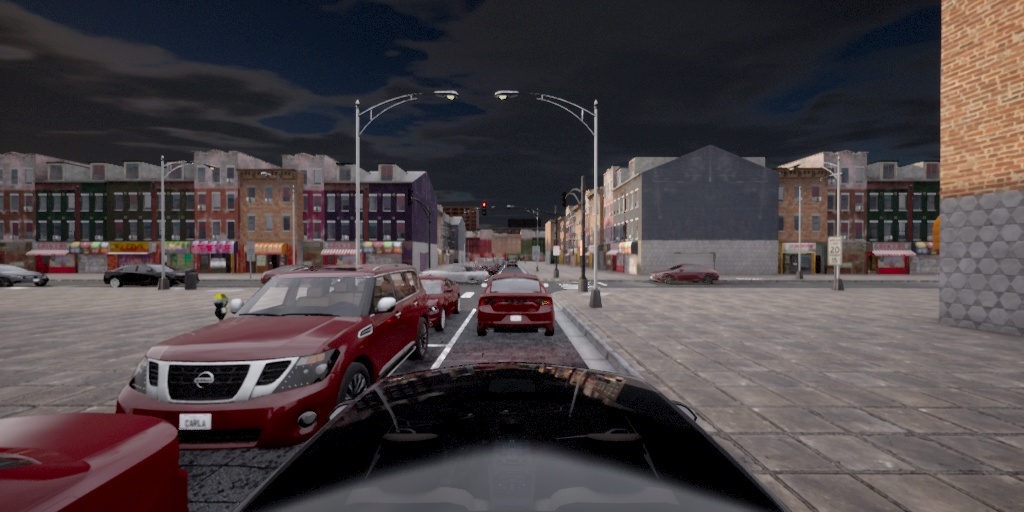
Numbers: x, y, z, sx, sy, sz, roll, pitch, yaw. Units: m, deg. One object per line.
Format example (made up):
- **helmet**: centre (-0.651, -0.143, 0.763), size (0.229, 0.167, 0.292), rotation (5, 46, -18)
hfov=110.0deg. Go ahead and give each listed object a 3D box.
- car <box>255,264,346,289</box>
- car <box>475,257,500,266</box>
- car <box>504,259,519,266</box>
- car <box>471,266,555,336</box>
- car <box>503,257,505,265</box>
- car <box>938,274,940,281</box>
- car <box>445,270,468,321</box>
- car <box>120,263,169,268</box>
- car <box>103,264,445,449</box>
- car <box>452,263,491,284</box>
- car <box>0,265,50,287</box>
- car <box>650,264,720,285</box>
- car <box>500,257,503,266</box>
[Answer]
- **car**: centre (-13.354, 1.277, 22.837), size (4.674, 1.442, 1.812), rotation (0, 0, -1)
- **car**: centre (-2.663, 1.071, 37.351), size (2.192, 1.841, 5.009), rotation (0, 0, 0)
- **car**: centre (0.058, 1.284, 60.814), size (1.837, 1.490, 4.892), rotation (0, 0, 0)
- **car**: centre (0.090, 1.226, 10.405), size (1.882, 1.535, 5.008), rotation (0, 0, 0)
- **car**: centre (-2.682, 1.334, 64.484), size (2.007, 1.370, 4.403), rotation (0, 0, 0)
- **car**: centre (33.711, 1.144, 25.684), size (4.553, 1.767, 2.097), rotation (0, 0, 0)
- **car**: centre (-2.645, 1.294, 10.941), size (1.888, 1.381, 4.507), rotation (0, 0, 0)
- **car**: centre (-22.812, 1.221, 22.811), size (5.008, 1.535, 1.882), rotation (0, 0, 0)
- **car**: centre (-2.642, 1.064, 5.508), size (2.192, 1.841, 5.009), rotation (0, 0, 0)
- **car**: centre (-4.104, 1.347, 25.751), size (4.718, 1.301, 1.895), rotation (0, 0, 0)
- **car**: centre (-32.609, 1.265, 22.820), size (4.674, 1.442, 1.812), rotation (0, 0, 0)
- **car**: centre (12.340, 1.284, 25.722), size (4.674, 1.442, 1.812), rotation (0, 0, 1)
- **car**: centre (-2.670, 1.079, 48.204), size (2.192, 1.841, 5.009), rotation (0, 0, 0)
